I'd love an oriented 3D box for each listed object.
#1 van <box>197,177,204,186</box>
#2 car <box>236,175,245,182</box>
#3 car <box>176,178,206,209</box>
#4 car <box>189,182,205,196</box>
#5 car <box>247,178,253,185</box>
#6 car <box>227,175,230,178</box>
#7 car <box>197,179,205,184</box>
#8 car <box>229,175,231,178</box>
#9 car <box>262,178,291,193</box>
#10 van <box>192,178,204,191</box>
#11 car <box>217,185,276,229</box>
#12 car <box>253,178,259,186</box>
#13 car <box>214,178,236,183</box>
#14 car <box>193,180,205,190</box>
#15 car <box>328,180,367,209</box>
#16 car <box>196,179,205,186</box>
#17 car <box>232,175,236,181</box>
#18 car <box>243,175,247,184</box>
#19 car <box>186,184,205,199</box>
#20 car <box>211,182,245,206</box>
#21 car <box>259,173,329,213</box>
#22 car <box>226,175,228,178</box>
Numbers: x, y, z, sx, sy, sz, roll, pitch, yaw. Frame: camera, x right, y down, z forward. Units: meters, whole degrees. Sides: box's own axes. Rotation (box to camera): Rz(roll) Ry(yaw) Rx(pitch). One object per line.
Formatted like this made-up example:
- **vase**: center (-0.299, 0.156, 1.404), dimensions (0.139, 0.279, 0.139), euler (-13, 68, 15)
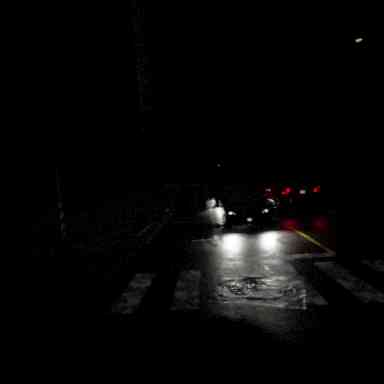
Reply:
- **van**: center (2.042, -2.536, 79.317), dimensions (1.690, 1.788, 3.998), euler (-4, 3, 2)
- **car**: center (9.952, -2.109, 62.868), dimensions (1.752, 1.417, 4.829), euler (-4, 3, 2)
- **car**: center (0.011, 0.155, 25.046), dimensions (2.192, 1.841, 5.009), euler (-4, 3, 2)
- **car**: center (0.628, -0.445, 41.167), dimensions (1.752, 1.417, 4.829), euler (-4, 3, 2)
- **car**: center (9.338, -1.266, 46.419), dimensions (1.887, 1.381, 4.507), euler (-4, 3, 2)
- **car**: center (10.759, -3.163, 84.408), dimensions (1.887, 1.381, 4.507), euler (-4, 3, 2)
- **car**: center (2.464, -2.852, 90.182), dimensions (1.947, 1.339, 4.313), euler (-4, 3, 2)
- **car**: center (10.561, -2.921, 79.149), dimensions (1.752, 1.417, 4.829), euler (-4, 3, 2)
- **car**: center (8.932, -0.716, 35.565), dimensions (2.008, 1.369, 4.403), euler (-4, 3, 2)
- **van**: center (1.027, -1.181, 52.182), dimensions (1.690, 1.788, 3.998), euler (-4, 3, 2)
- **car**: center (2.321, 0.677, 15.272), dimensions (1.812, 1.442, 4.674), euler (-4, 3, 2)
- **car**: center (9.135, -0.994, 40.992), dimensions (1.887, 1.381, 4.507), euler (-4, 3, 2)
- **car**: center (3.103, -0.383, 35.627), dimensions (2.128, 1.511, 4.902), euler (-4, 3, 3)
- **car**: center (1.244, -1.244, 57.619), dimensions (2.008, 1.369, 4.403), euler (-4, 3, 2)
- **car**: center (8.316, -0.007, 19.279), dimensions (1.967, 1.590, 4.097), euler (-4, 3, 2)
- **car**: center (1.854, -2.042, 73.901), dimensions (1.947, 1.339, 4.313), euler (-4, 3, 2)
- **car**: center (10.134, -2.581, 68.116), dimensions (2.192, 1.841, 5.009), euler (-4, 3, 2)
- **car**: center (9.546, -1.566, 52.014), dimensions (1.752, 1.417, 4.829), euler (-4, 3, 2)
- **car**: center (0.435, -0.125, 35.912), dimensions (1.802, 1.307, 4.206), euler (-4, 3, 2)
- **car**: center (2.710, 0.211, 25.268), dimensions (1.994, 1.385, 4.181), euler (-4, 3, 3)
- **car**: center (5.646, -0.049, 19.357), dimensions (2.150, 2.045, 5.566), euler (-4, 3, 2)
- **car**: center (10.955, -3.537, 89.830), dimensions (1.967, 1.590, 4.097), euler (-4, 3, 2)
